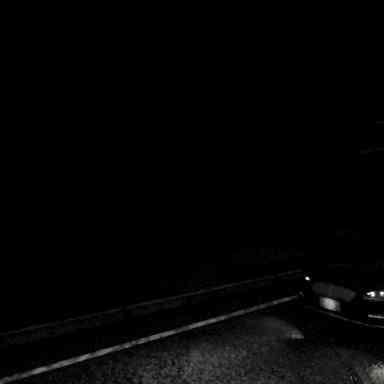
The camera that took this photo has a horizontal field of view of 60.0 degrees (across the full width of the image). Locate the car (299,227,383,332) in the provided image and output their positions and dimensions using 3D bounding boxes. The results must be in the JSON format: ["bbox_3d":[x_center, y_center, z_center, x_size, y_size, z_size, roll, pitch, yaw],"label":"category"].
[{"bbox_3d":[4.159,1.496,6.663,4.902,1.511,2.128,0,0,-36],"label":"car"}]
